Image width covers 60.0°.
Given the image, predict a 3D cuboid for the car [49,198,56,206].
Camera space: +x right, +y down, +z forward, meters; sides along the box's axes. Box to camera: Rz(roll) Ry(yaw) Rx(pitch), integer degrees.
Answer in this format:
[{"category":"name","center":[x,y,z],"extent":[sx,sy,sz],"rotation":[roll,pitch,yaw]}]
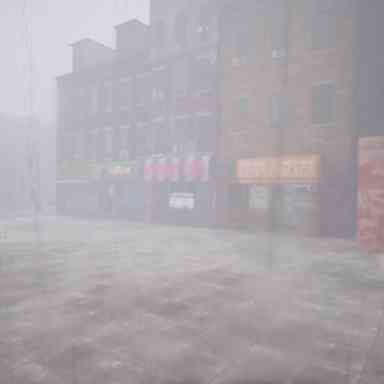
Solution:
[{"category":"car","center":[-14.176,0.873,38.058],"extent":[1.947,1.339,4.313],"rotation":[3,3,35]}]
